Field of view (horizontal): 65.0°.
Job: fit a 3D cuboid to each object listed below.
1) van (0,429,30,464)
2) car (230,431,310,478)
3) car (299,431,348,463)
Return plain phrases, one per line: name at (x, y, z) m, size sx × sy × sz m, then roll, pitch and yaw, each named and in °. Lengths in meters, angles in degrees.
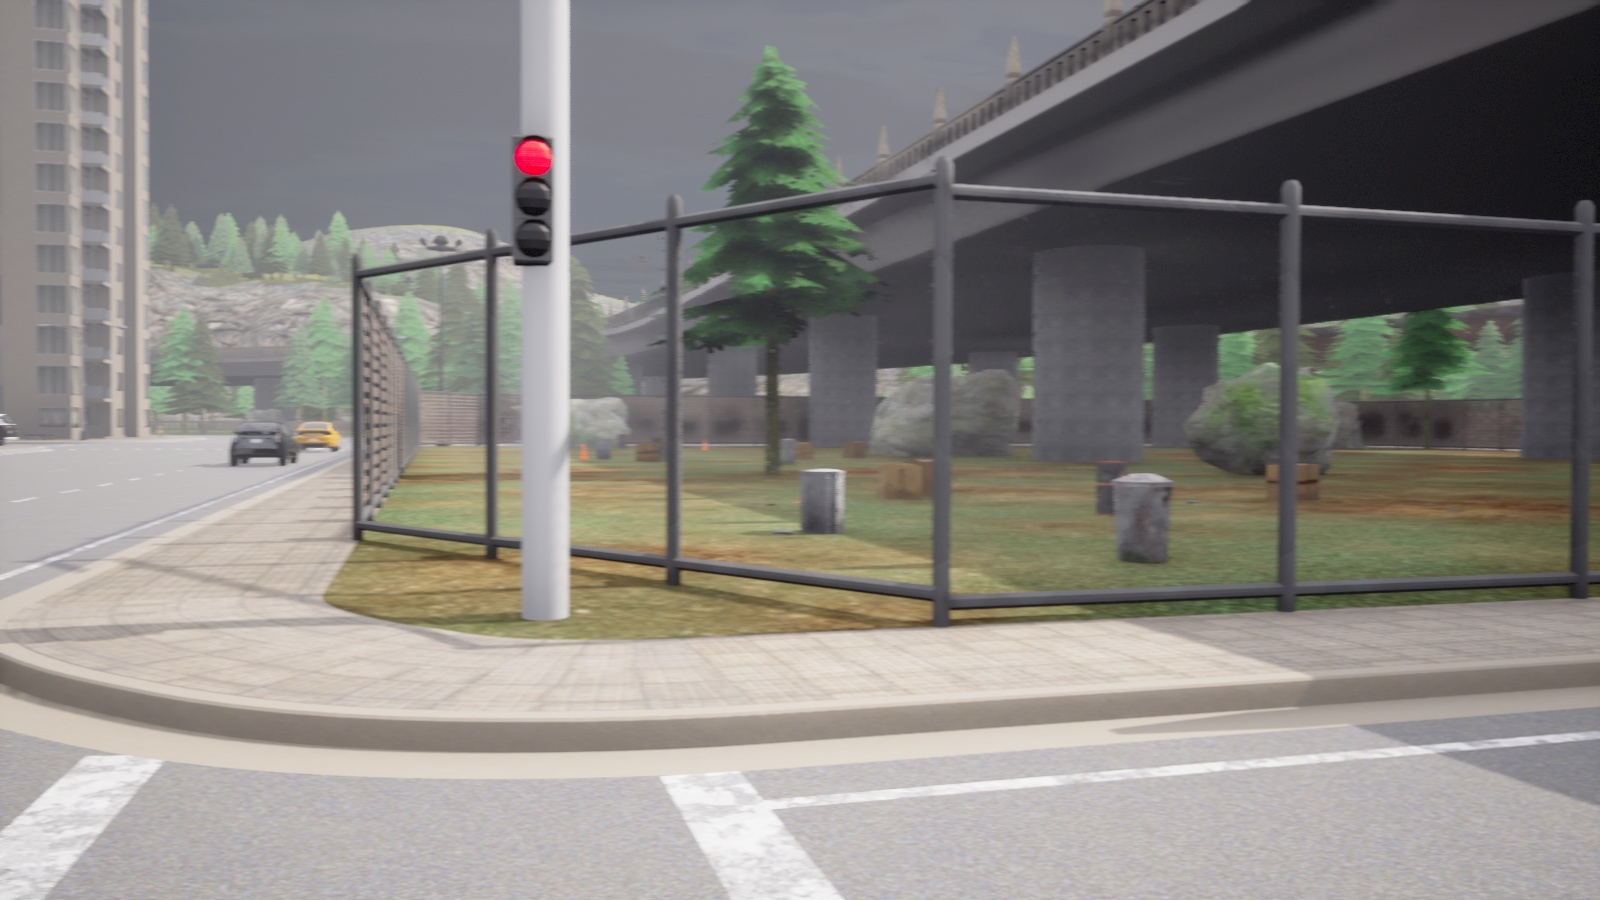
van at (-48.293, -0.160, 74.085) m, size 4.480 × 2.038 × 2.069 m, roll -2°, pitch 1°, yaw -16°
car at (-18.491, 0.109, 44.011) m, size 2.007 × 1.525 × 4.514 m, roll -1°, pitch 1°, yaw -16°
car at (-24.190, -0.174, 63.877) m, size 1.882 × 1.535 × 5.008 m, roll -1°, pitch 1°, yaw -16°
